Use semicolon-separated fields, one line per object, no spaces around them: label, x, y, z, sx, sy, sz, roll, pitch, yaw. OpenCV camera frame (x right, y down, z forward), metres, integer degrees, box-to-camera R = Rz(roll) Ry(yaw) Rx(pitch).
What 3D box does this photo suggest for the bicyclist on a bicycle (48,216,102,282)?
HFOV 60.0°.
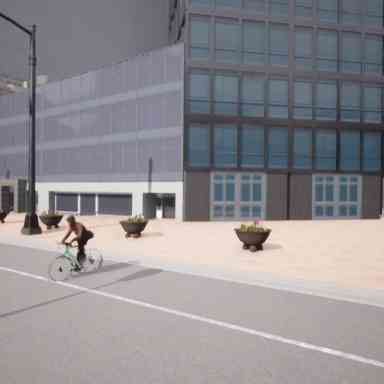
bicyclist on a bicycle;-3.001;1.438;8.673;0.582;1.620;1.656;0;1;34
